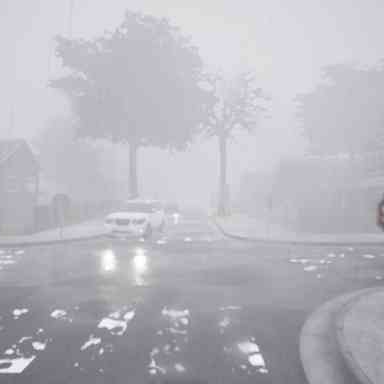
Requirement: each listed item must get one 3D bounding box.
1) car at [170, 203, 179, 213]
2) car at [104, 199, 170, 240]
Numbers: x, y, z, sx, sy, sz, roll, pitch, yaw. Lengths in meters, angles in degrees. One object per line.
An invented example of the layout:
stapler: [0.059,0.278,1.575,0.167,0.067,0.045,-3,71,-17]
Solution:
car: [-2.742,2.079,43.894,1.895,1.301,4.718,0,-1,0]
car: [-2.996,1.450,18.716,2.150,2.045,5.566,1,0,8]
